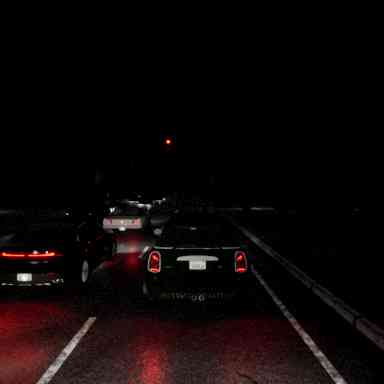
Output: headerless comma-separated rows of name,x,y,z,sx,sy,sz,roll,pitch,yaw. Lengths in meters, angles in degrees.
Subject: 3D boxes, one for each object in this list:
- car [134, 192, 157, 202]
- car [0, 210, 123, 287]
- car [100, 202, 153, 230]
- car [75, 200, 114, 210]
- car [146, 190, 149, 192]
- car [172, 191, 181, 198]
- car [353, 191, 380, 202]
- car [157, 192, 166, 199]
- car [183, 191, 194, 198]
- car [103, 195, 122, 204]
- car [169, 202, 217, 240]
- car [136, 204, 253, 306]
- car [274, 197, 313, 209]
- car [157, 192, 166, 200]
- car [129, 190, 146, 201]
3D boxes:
car,-7.128,1.139,51.923,2.033,1.411,5.357,0,1,0
car,-3.403,1.468,9.175,1.837,1.490,4.892,0,0,0
car,-3.412,1.486,18.496,1.895,1.301,4.718,0,1,0
car,-7.116,1.446,23.005,1.895,1.301,4.718,0,1,0
car,-10.667,0.572,75.090,2.150,2.045,5.566,0,1,-1
car,-4.046,0.689,85.626,1.837,1.490,4.892,0,1,-4
car,21.979,0.920,39.736,5.566,2.045,2.150,0,1,-3
car,-7.312,0.816,80.264,2.033,1.411,5.357,0,1,-2
car,-0.571,0.704,86.123,1.812,1.442,4.674,0,1,-4
car,-10.627,1.152,44.341,2.128,1.511,4.902,0,0,0
car,0.083,1.387,17.315,2.128,1.511,4.902,0,1,1
car,0.098,1.322,8.118,2.097,1.767,4.553,0,0,0
car,12.176,1.305,39.178,4.718,1.301,1.895,0,1,-3
car,-7.076,0.969,69.050,2.033,1.411,5.357,0,1,0
car,-10.605,0.832,63.796,2.097,1.767,4.553,0,1,0
